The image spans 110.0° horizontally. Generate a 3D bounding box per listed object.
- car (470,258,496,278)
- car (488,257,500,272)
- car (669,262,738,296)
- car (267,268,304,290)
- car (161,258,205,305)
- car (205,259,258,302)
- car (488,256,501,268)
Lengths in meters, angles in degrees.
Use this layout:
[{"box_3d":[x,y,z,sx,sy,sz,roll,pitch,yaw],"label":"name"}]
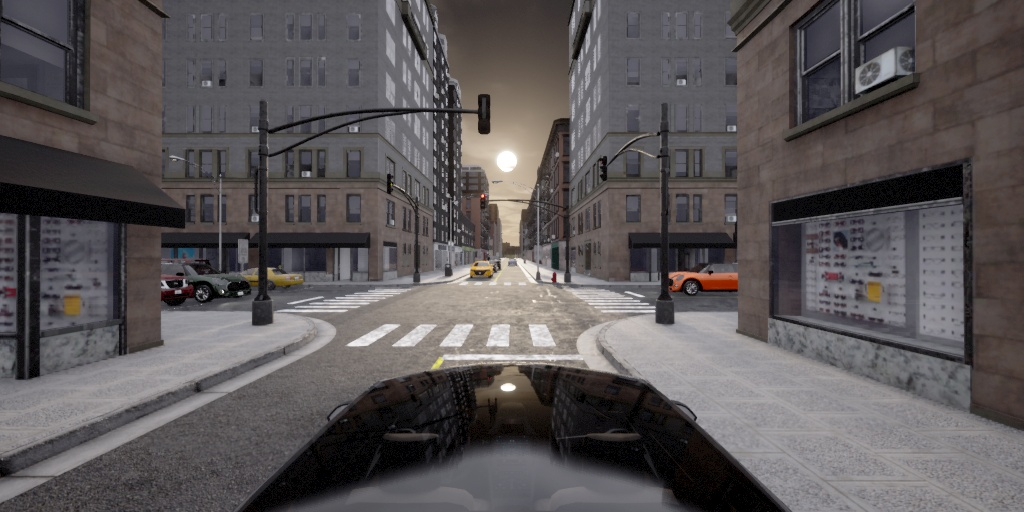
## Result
[{"box_3d":[-2.820,1.223,33.855,1.882,1.535,5.008,0,0,0],"label":"car"},{"box_3d":[-2.814,1.246,44.258,1.837,1.490,4.892,0,0,0],"label":"car"},{"box_3d":[10.436,1.120,18.983,4.553,1.767,2.097,0,0,1],"label":"car"},{"box_3d":[-15.234,1.280,21.531,4.829,1.417,1.751,0,0,0],"label":"car"},{"box_3d":[-15.090,1.035,13.505,5.009,1.841,2.192,0,0,0],"label":"car"},{"box_3d":[-14.378,1.084,16.045,4.553,1.767,2.097,0,0,0],"label":"car"},{"box_3d":[-2.799,0.955,54.851,2.150,2.045,5.566,0,0,0],"label":"car"}]
